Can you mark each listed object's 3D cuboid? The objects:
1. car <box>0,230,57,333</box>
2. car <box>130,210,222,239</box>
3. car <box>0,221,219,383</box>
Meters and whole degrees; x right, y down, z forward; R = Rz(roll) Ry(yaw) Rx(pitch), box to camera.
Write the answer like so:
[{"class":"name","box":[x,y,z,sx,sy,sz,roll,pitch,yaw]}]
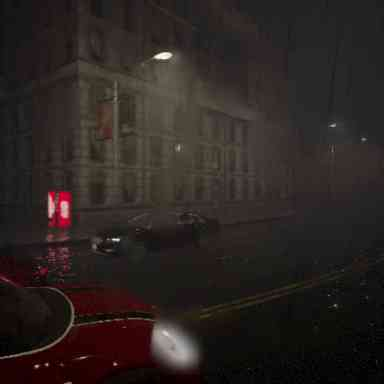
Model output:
[{"class":"car","box":[-4.611,1.542,5.497,4.181,1.385,1.994,0,0,-30]},{"class":"car","box":[-1.121,1.428,11.912,4.902,1.511,2.128,0,1,-39]},{"class":"car","box":[-2.189,1.343,2.642,4.553,1.767,2.097,-1,0,-30]}]
